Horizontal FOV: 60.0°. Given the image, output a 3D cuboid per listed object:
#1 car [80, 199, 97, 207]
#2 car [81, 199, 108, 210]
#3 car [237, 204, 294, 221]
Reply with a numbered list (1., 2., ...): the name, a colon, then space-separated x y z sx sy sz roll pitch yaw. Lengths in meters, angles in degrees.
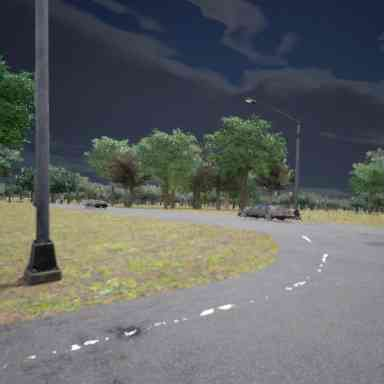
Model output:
1. car: -21.990 2.300 70.635 2.128 1.511 4.902 4 -3 -35
2. car: -13.250 1.729 45.809 1.895 1.301 4.718 4 -3 -35
3. car: 6.470 1.814 29.701 2.033 1.411 5.357 4 -3 -35
